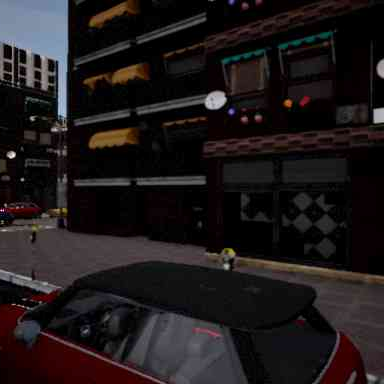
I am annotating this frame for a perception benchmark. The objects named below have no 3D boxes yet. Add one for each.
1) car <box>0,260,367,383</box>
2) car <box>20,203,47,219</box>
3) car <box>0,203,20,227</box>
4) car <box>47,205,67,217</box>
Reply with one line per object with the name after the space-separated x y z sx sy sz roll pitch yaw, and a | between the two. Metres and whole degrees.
-0.574 1.438 3.283 4.097 1.590 1.967 0 0 36 | car
-16.178 1.727 30.815 1.967 1.590 4.097 -1 -2 35 | car
-14.804 1.553 22.809 2.097 1.767 4.553 0 -1 35 | car
-13.117 1.914 35.204 1.752 1.417 4.829 -1 -2 35 | car
